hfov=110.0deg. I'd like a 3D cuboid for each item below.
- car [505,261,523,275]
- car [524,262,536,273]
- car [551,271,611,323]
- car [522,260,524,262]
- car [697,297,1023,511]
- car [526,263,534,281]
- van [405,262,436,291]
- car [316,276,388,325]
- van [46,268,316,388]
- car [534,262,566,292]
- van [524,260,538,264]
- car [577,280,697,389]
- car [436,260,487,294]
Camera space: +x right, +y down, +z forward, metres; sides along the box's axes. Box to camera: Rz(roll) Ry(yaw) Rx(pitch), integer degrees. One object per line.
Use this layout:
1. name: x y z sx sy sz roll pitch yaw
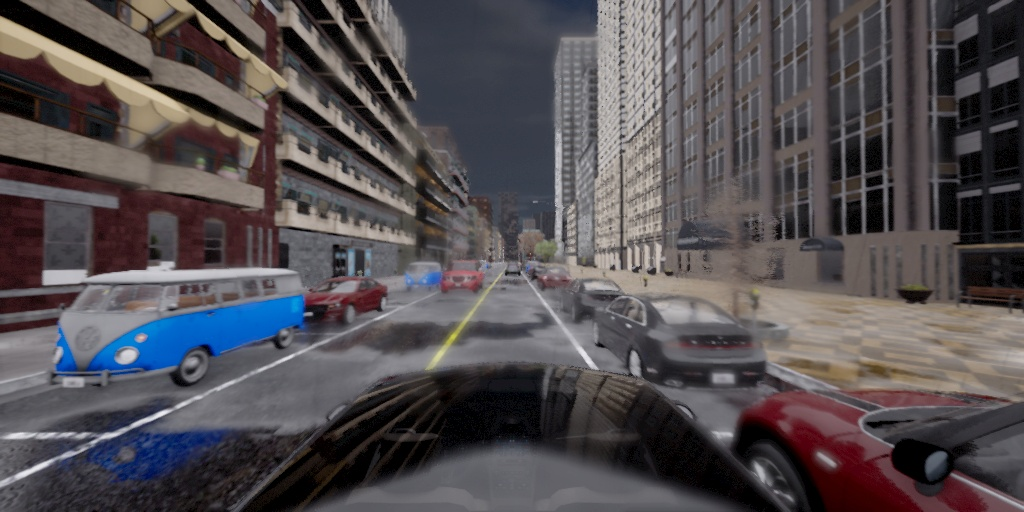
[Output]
1. car: 0.112 1.773 47.250 1.994 1.385 4.181 0 -1 0
2. car: 2.701 1.675 39.880 1.888 1.381 4.507 0 0 0
3. car: 2.694 1.403 12.269 2.007 1.370 4.403 0 0 0
4. car: 2.705 1.917 61.970 2.007 1.370 4.403 0 0 0
5. car: 2.692 1.185 1.223 1.967 1.591 4.097 0 0 0
6. car: 2.699 1.639 34.358 1.948 1.339 4.313 0 0 0
7. van: -5.684 1.302 23.315 1.690 1.789 3.998 0 0 0
8. car: -5.687 1.397 12.271 1.888 1.381 4.507 0 0 0
9. van: -5.688 1.140 6.749 1.690 1.789 3.998 0 0 0
10. car: 2.697 1.400 23.312 1.967 1.591 4.097 0 0 0
11. van: 2.702 1.530 45.403 1.690 1.789 3.998 0 0 0
12. car: 2.693 1.349 6.746 2.007 1.370 4.403 0 0 0
13. car: -2.995 1.282 22.684 2.150 2.045 5.566 0 -1 0
